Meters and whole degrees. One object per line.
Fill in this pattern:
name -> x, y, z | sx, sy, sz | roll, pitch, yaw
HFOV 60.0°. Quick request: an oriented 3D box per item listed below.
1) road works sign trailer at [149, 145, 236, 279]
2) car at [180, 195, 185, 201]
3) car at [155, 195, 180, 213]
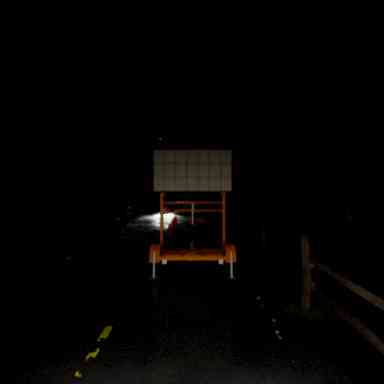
road works sign trailer -> 0.022, 0.424, 9.912 | 2.380, 3.560, 2.880 | 0, 0, 0
car -> -2.578, 1.424, 76.873 | 1.994, 1.385, 4.181 | 0, 0, 0
car -> -2.770, 1.372, 35.516 | 2.128, 1.511, 4.902 | 0, 0, 0
